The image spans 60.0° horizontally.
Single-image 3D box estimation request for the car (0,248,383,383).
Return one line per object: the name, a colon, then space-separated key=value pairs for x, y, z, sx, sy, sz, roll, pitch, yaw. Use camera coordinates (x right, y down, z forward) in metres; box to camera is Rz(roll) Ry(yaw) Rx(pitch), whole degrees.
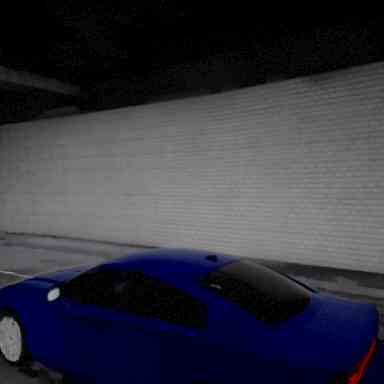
car: x=-0.469 y=1.453 z=4.094 sx=5.008 sy=1.535 sz=1.882 roll=0 pitch=0 yaw=34
